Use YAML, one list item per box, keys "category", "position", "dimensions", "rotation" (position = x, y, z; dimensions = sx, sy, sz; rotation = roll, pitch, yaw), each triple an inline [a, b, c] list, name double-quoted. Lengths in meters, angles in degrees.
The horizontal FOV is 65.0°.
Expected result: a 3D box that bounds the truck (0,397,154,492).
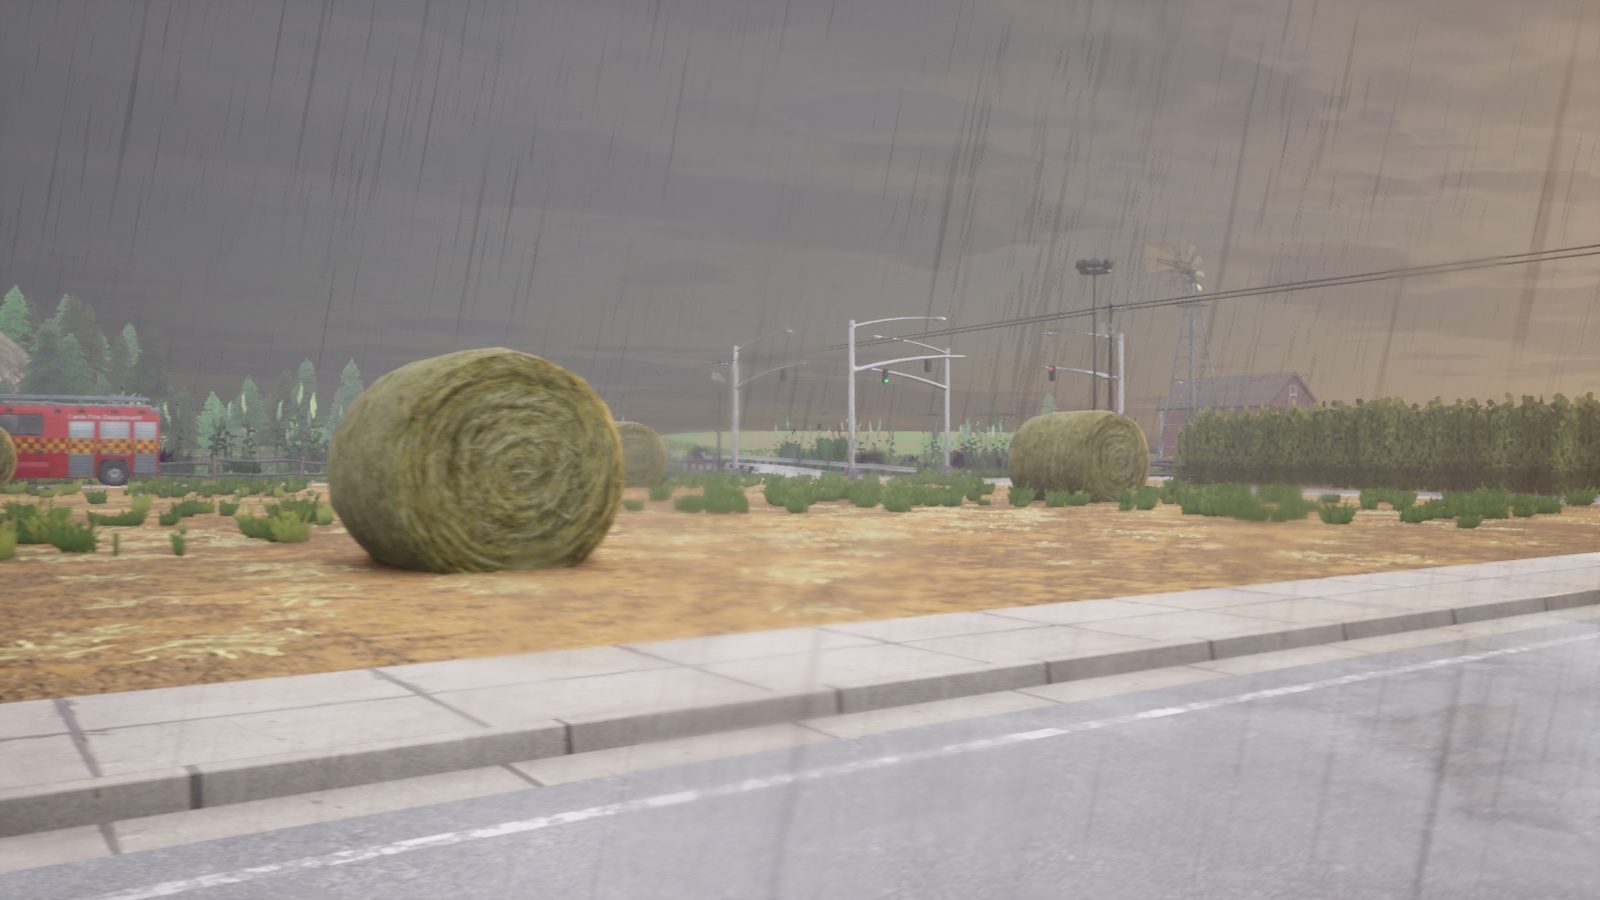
- category: "truck"
  position: [-31.767, -0.227, 52.334]
  dimensions: [8.468, 3.827, 2.891]
  rotation: [0, 0, -31]
